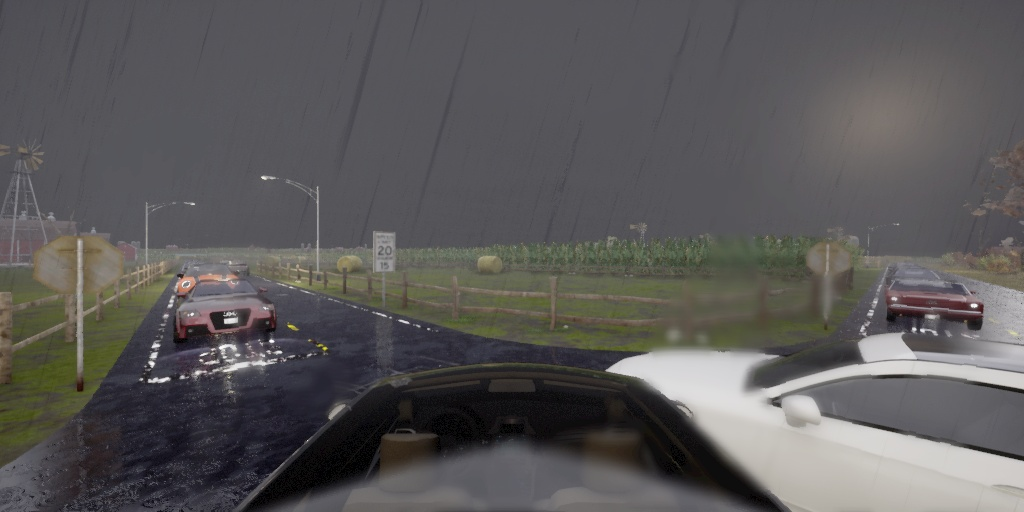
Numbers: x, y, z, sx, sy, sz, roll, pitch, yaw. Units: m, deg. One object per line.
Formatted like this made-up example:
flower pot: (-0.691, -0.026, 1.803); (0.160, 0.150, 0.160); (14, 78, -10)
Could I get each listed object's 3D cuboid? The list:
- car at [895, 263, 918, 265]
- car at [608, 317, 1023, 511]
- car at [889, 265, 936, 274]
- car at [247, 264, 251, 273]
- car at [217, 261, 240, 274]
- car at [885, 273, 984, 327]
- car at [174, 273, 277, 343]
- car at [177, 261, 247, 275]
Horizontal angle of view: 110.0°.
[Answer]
car: (27.173, 1.411, 24.520); (4.181, 1.385, 1.994); (0, 1, -43)
car: (2.825, 1.294, 2.458); (1.812, 1.442, 4.674); (0, 1, -44)
car: (20.465, 1.370, 18.215); (5.357, 1.411, 2.033); (0, 1, -43)
car: (-27.242, 1.292, 35.536); (2.128, 1.511, 4.902); (0, 0, -42)
car: (-34.018, 1.315, 42.944); (1.837, 1.490, 4.892); (0, 0, -42)
car: (13.436, 1.402, 11.599); (4.718, 1.301, 1.895); (0, 1, -43)
car: (-8.011, 1.357, 9.965); (1.994, 1.385, 4.181); (0, 0, -43)
car: (-13.834, 1.143, 16.406); (2.097, 1.767, 4.553); (0, 0, -42)
